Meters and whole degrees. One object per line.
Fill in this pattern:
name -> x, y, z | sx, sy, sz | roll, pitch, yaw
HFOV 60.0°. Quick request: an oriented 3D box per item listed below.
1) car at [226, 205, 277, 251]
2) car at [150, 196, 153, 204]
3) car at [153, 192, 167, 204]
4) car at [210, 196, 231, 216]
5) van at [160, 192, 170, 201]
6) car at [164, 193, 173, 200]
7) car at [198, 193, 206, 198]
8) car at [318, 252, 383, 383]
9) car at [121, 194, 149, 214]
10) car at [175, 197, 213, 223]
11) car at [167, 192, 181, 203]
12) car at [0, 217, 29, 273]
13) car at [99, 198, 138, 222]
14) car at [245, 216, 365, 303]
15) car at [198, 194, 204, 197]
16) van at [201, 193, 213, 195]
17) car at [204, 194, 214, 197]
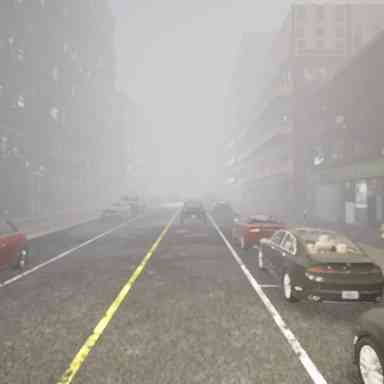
car -> 2.708, 1.472, 13.533 | 1.887, 1.381, 4.507 | 1, 0, 0
car -> -5.663, 1.384, 36.287 | 1.802, 1.307, 4.206 | 1, 0, 0
car -> -5.653, 1.145, 53.299 | 1.967, 1.590, 4.097 | 1, 0, 0
car -> 2.715, 1.379, 30.545 | 1.887, 1.381, 4.507 | 1, 0, 0
van -> -5.644, 0.946, 70.311 | 1.690, 1.788, 3.998 | 1, 0, 0
car -> -5.643, 1.083, 81.654 | 1.887, 1.381, 4.507 | 1, 0, 0
car -> 2.709, 1.037, 92.919 | 1.947, 1.339, 4.313 | 1, 0, 0
car -> 2.702, 1.539, 2.192 | 2.008, 1.369, 4.403 | 1, 0, 0
car -> -5.661, 1.149, 30.614 | 2.192, 1.841, 5.009 | 1, 0, 0
car -> 0.109, 1.363, 23.940 | 2.128, 1.511, 4.902 | 0, 0, 0
car -> -3.017, 1.145, 59.683 | 1.882, 1.535, 5.008 | 0, 1, 1
car -> -5.673, 1.398, 7.932 | 1.967, 1.590, 4.097 | 1, 0, 0
car -> -5.667, 1.416, 24.945 | 2.008, 1.369, 4.403 | 1, 0, 0
car -> 2.705, 1.509, 7.863 | 2.008, 1.369, 4.403 | 1, 0, 0
car -> 0.117, 1.338, 41.157 | 1.994, 1.385, 4.181 | 0, 0, 0
van -> 2.695, 1.046, 53.226 | 1.690, 1.788, 3.998 | 1, 0, 0
car -> 2.709, 1.294, 42.055 | 1.752, 1.417, 4.829 | 1, 0, 0
